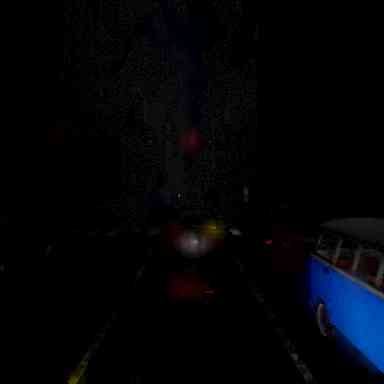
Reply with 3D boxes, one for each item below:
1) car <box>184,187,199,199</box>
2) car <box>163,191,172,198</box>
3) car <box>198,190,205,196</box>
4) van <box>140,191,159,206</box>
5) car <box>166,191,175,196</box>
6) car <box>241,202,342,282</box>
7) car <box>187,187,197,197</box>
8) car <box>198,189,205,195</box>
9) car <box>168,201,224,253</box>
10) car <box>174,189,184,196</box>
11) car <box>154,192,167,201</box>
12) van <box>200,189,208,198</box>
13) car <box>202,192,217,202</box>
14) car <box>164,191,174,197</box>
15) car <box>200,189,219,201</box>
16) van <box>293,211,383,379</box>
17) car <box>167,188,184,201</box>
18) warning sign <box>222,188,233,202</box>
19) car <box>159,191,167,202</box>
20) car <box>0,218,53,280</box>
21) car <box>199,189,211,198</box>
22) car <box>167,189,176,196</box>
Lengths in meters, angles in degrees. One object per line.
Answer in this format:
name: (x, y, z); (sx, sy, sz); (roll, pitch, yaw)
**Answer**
car: (0.024, 0.409, 64.744); (2.097, 1.767, 4.553); (0, 1, 1)
car: (-5.416, 0.452, 73.471); (1.752, 1.417, 4.829); (0, 1, 0)
car: (2.644, 0.209, 90.030); (1.752, 1.417, 4.829); (0, 1, 0)
van: (-5.418, 0.740, 41.203); (1.690, 1.788, 3.998); (0, 1, 0)
car: (-5.416, 0.331, 84.452); (1.947, 1.339, 4.313); (0, 1, 0)
car: (2.635, 1.179, 9.245); (2.192, 1.841, 5.009); (0, 1, 0)
car: (-0.017, -0.060, 76.437); (2.150, 2.045, 5.566); (0, 1, 0)
car: (2.638, 0.047, 95.264); (1.967, 1.590, 4.097); (0, 1, 0)
car: (0.171, 1.317, 12.871); (1.837, 1.490, 4.892); (0, 1, 2)
car: (-2.766, 0.084, 70.575); (1.837, 1.490, 4.892); (0, 1, 0)
car: (-5.417, 0.706, 57.423); (1.887, 1.381, 4.507); (0, 1, 0)
van: (2.663, 0.265, 73.641); (1.690, 1.788, 3.998); (0, 1, 0)
car: (2.688, 0.792, 52.021); (2.008, 1.369, 4.403); (0, 1, 0)
car: (-5.416, 0.395, 79.046); (2.008, 1.369, 4.403); (0, 1, 0)
car: (2.694, 0.635, 46.612); (2.192, 1.841, 5.009); (0, 1, 0)
van: (2.636, 1.285, 3.734); (1.690, 1.788, 3.998); (0, 1, 0)
car: (-2.835, 0.549, 54.985); (2.097, 1.767, 4.553); (0, 1, 0)
warning sign: (4.933, 0.442, 46.153); (1.300, 1.860, 1.060); (0, 1, 0)
car: (-5.417, 0.807, 52.018); (1.947, 1.339, 4.313); (0, 1, 0)
car: (-5.390, 1.430, 9.246); (1.947, 1.339, 4.313); (0, 1, 0)
car: (2.669, 0.318, 68.235); (2.192, 1.841, 5.009); (0, 1, 0)
car: (-5.416, 0.001, 89.854); (2.192, 1.841, 5.009); (0, 1, 0)
